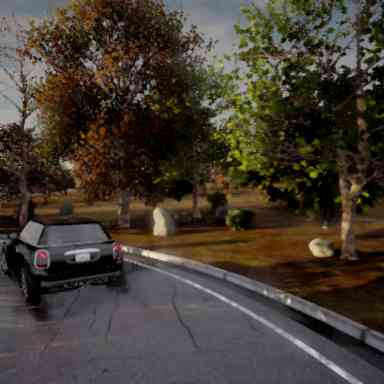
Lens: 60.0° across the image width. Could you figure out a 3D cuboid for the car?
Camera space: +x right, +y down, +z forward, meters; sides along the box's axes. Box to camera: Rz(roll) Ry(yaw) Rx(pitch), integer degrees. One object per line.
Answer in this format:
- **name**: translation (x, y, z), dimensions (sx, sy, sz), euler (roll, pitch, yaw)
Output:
- **car**: translation (-3.533, 1.414, 8.708), dimensions (2.097, 1.767, 4.553), euler (0, 0, -36)
